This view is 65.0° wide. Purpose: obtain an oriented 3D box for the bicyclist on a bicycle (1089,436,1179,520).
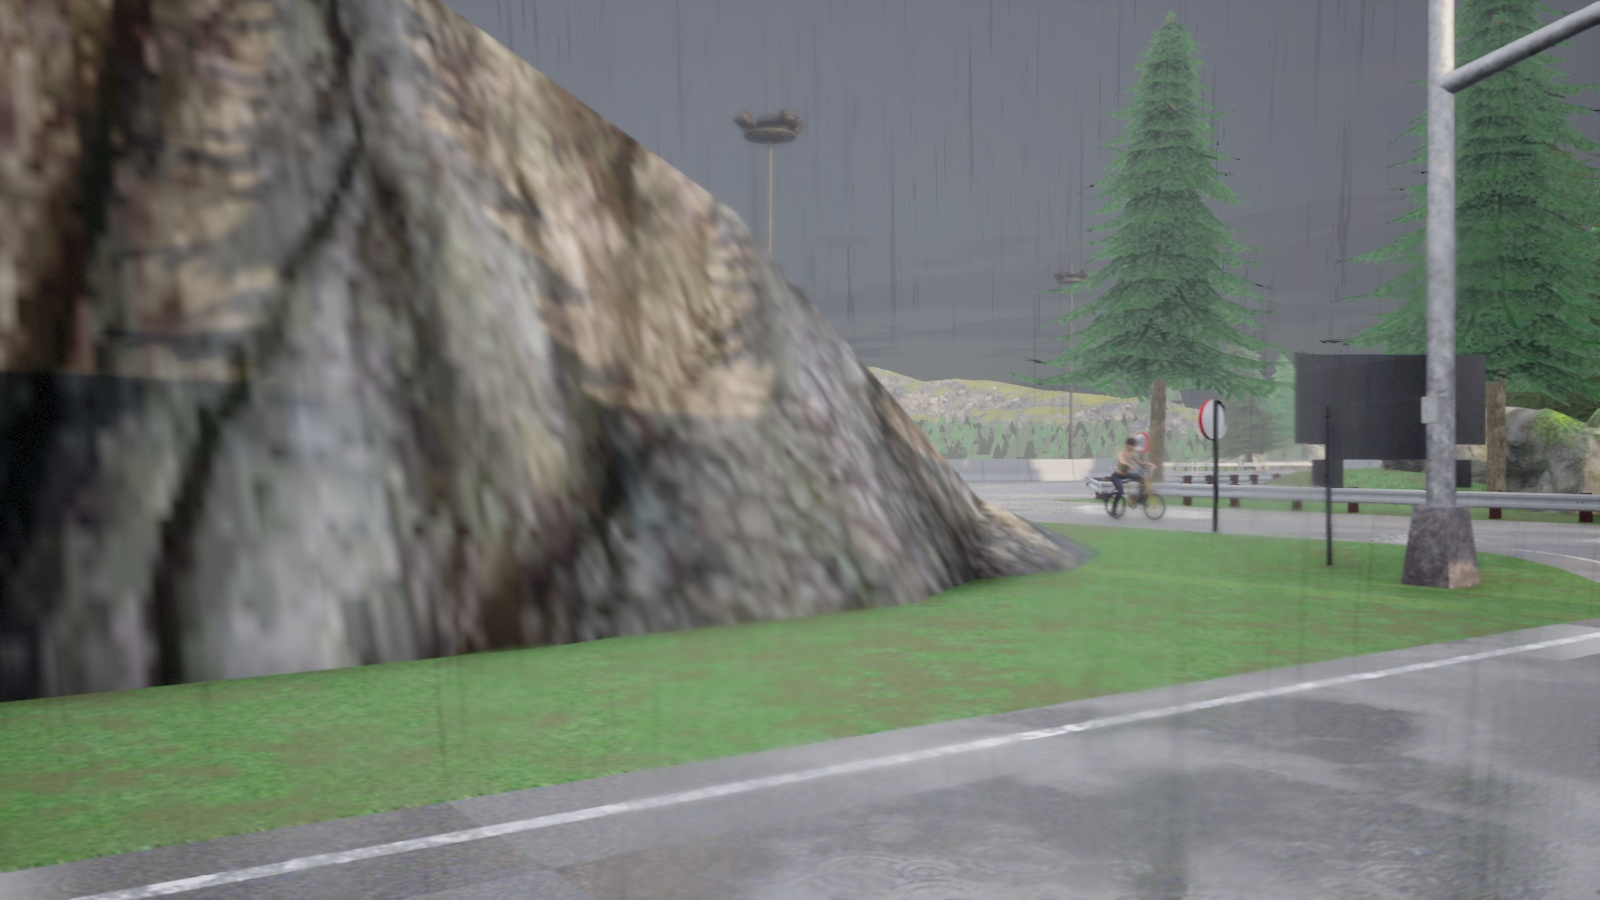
[{"bbox_3d":[6.581,0.537,24.782,0.866,1.612,1.509,0,0,-35],"label":"bicyclist on a bicycle"}]
